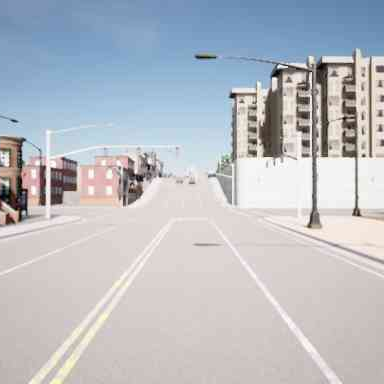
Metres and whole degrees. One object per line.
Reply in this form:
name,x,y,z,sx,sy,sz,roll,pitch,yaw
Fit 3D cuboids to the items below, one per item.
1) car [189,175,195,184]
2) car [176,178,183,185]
car,-0.005,-3.096,95.296,1.895,1.301,4.718,0,11,0
car,-3.505,-2.966,94.389,2.128,1.511,4.902,0,12,0
